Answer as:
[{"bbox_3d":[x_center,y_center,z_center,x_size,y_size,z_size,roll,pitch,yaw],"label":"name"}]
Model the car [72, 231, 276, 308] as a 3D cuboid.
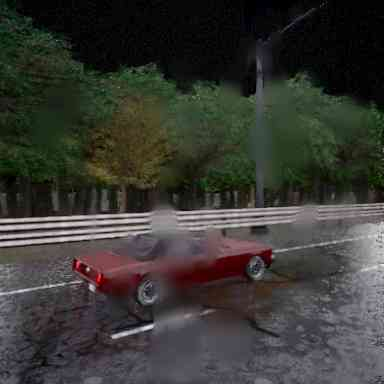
[{"bbox_3d":[-0.197,1.584,7.913,4.718,1.301,1.895,-1,0,-36],"label":"car"}]
